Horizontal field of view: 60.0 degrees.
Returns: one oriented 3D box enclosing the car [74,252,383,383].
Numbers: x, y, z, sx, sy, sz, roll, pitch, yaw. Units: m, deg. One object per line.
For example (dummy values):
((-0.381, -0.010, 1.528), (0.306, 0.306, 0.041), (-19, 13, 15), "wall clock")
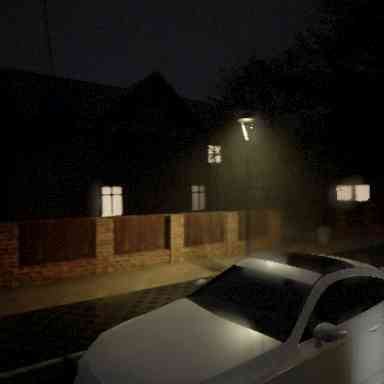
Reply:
((1.086, 1.521, 3.851), (4.674, 1.442, 1.812), (0, 0, -35), "car")
